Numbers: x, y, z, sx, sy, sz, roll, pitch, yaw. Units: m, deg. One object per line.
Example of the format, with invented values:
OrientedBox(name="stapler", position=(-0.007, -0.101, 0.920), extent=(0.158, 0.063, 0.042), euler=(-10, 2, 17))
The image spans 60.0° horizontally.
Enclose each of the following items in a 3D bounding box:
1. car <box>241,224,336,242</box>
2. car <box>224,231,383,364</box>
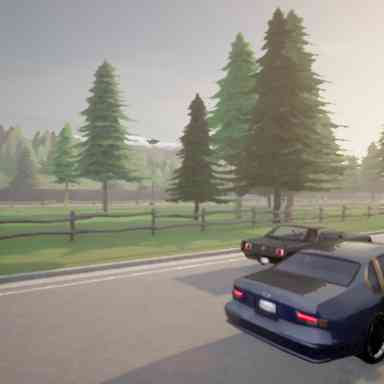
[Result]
OrientedBox(name="car", position=(3.899, 1.692, 10.825), extent=(4.718, 1.301, 1.895), euler=(1, 0, -35))
OrientedBox(name="car", position=(3.056, 1.604, 5.926), extent=(5.357, 1.411, 2.033), euler=(1, 0, -35))
